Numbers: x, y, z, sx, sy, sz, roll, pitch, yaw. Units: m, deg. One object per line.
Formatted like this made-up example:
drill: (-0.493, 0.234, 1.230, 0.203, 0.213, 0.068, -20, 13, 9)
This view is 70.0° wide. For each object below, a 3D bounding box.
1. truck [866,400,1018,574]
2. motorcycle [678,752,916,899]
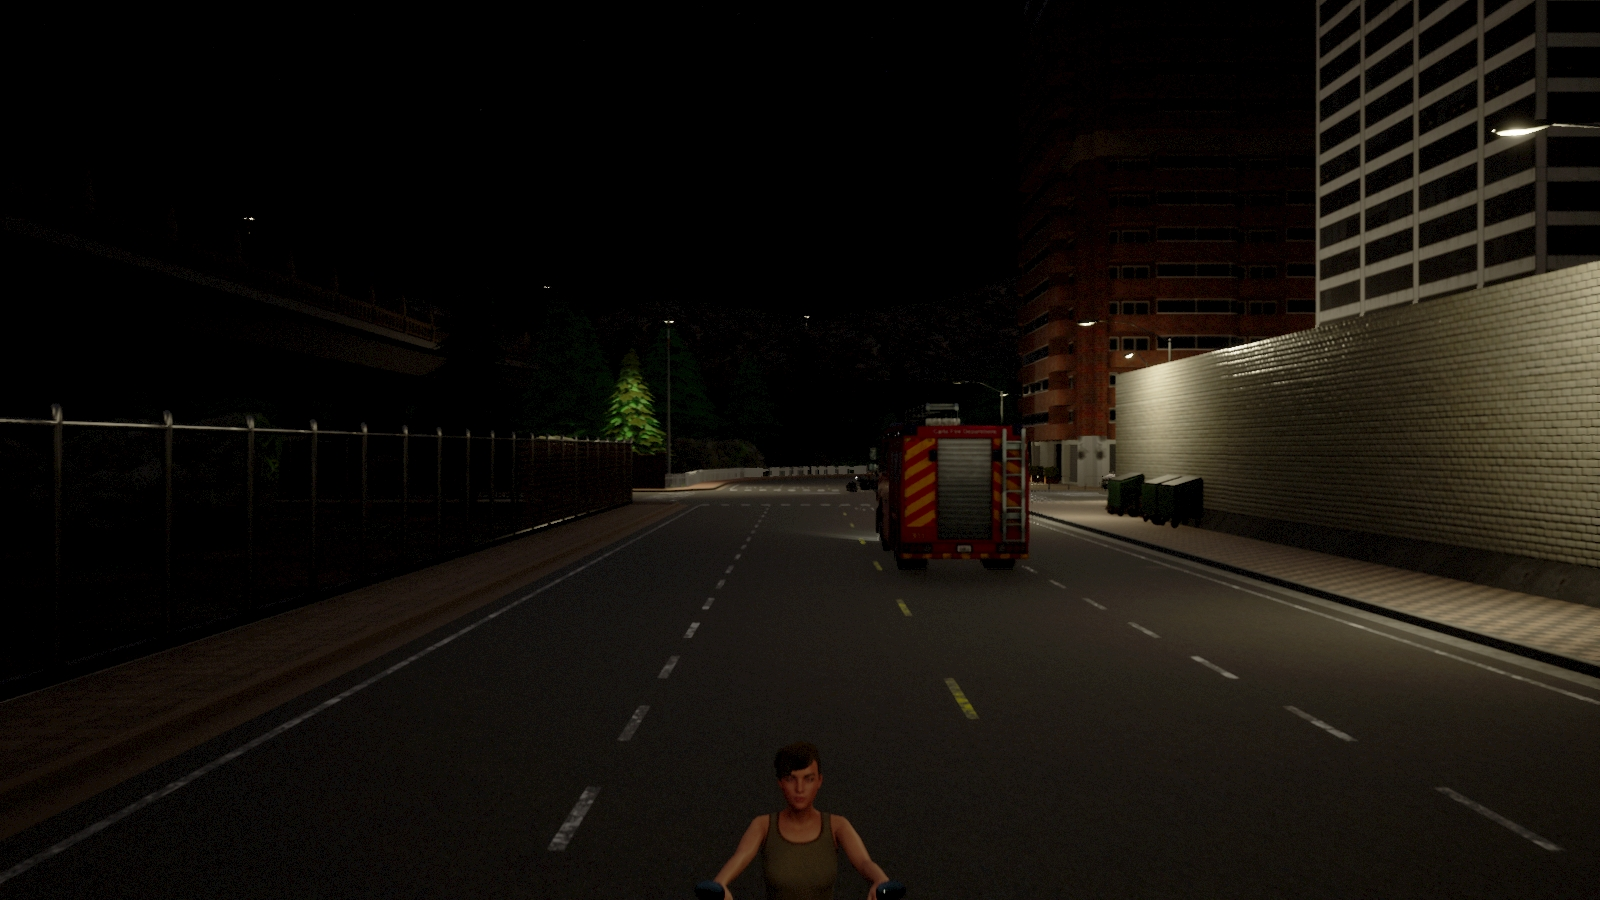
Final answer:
truck: (3.368, 0.813, 29.388, 2.891, 3.827, 8.468, 0, 0, 0)
motorcycle: (-0.009, 2.095, 4.251, 0.764, 1.307, 2.356, 0, 0, 0)
